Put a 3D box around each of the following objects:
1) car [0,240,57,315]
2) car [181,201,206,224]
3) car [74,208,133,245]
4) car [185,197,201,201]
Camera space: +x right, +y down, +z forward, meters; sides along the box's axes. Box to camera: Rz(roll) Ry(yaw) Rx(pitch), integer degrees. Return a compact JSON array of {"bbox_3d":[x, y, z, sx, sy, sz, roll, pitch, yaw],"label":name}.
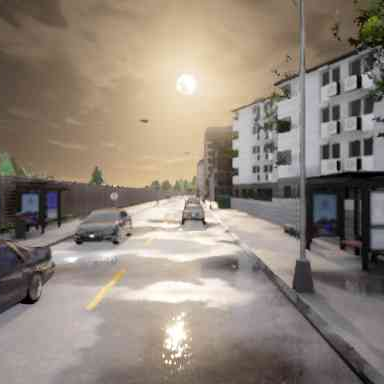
[{"bbox_3d":[-4.084,1.569,5.492,2.033,1.411,5.357,0,0,0],"label":"car"},{"bbox_3d":[0.101,1.645,25.643,2.033,1.411,5.357,0,0,0],"label":"car"},{"bbox_3d":[-4.072,1.565,16.013,1.837,1.490,4.892,0,0,0],"label":"car"},{"bbox_3d":[0.104,1.522,45.106,2.097,1.767,4.553,0,0,0],"label":"car"}]
